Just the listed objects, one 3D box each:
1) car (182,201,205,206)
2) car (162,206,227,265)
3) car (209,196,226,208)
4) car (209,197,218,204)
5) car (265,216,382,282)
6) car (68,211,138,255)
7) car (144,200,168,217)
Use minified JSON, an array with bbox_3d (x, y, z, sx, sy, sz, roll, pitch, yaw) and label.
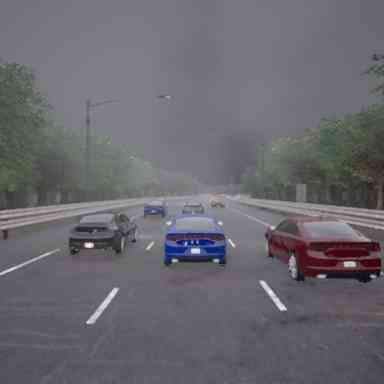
[{"bbox_3d":[0.136,1.544,29.893,2.128,1.511,4.902,0,0,0],"label":"car"},{"bbox_3d":[0.100,1.485,11.700,1.882,1.535,5.008,0,0,0],"label":"car"},{"bbox_3d":[3.827,1.714,49.734,1.895,1.301,4.718,0,0,2],"label":"car"},{"bbox_3d":[4.922,1.853,76.462,1.837,1.490,4.892,0,-1,3],"label":"car"},{"bbox_3d":[3.501,1.454,9.852,1.882,1.535,5.008,0,0,0],"label":"car"},{"bbox_3d":[-3.399,1.514,13.410,1.837,1.490,4.892,0,0,0],"label":"car"},{"bbox_3d":[-3.351,1.536,31.522,1.882,1.535,5.008,0,0,0],"label":"car"}]
